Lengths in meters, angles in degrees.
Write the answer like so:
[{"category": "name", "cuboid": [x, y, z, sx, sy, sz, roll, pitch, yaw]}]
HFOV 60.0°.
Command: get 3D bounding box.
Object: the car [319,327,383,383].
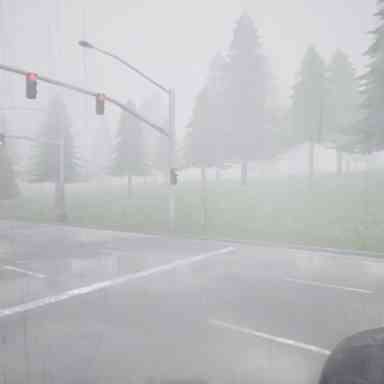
[{"category": "car", "cuboid": [3.209, 1.503, 1.699, 4.892, 1.490, 1.837, -1, 0, 36]}]
